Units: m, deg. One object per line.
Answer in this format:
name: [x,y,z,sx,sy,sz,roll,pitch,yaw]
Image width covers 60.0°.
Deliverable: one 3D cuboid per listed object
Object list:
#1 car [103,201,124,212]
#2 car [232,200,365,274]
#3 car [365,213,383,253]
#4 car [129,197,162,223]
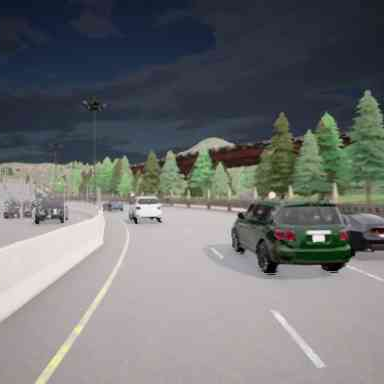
car: [-10.644,1.854,44.927,2.033,1.411,5.357,0,0,-26]
car: [2.865,1.260,10.903,2.150,2.045,5.566,0,0,-6]
car: [6.092,1.534,13.153,1.837,1.490,4.892,0,0,-7]
car: [-3.949,1.393,27.590,2.150,2.045,5.566,0,0,-16]
